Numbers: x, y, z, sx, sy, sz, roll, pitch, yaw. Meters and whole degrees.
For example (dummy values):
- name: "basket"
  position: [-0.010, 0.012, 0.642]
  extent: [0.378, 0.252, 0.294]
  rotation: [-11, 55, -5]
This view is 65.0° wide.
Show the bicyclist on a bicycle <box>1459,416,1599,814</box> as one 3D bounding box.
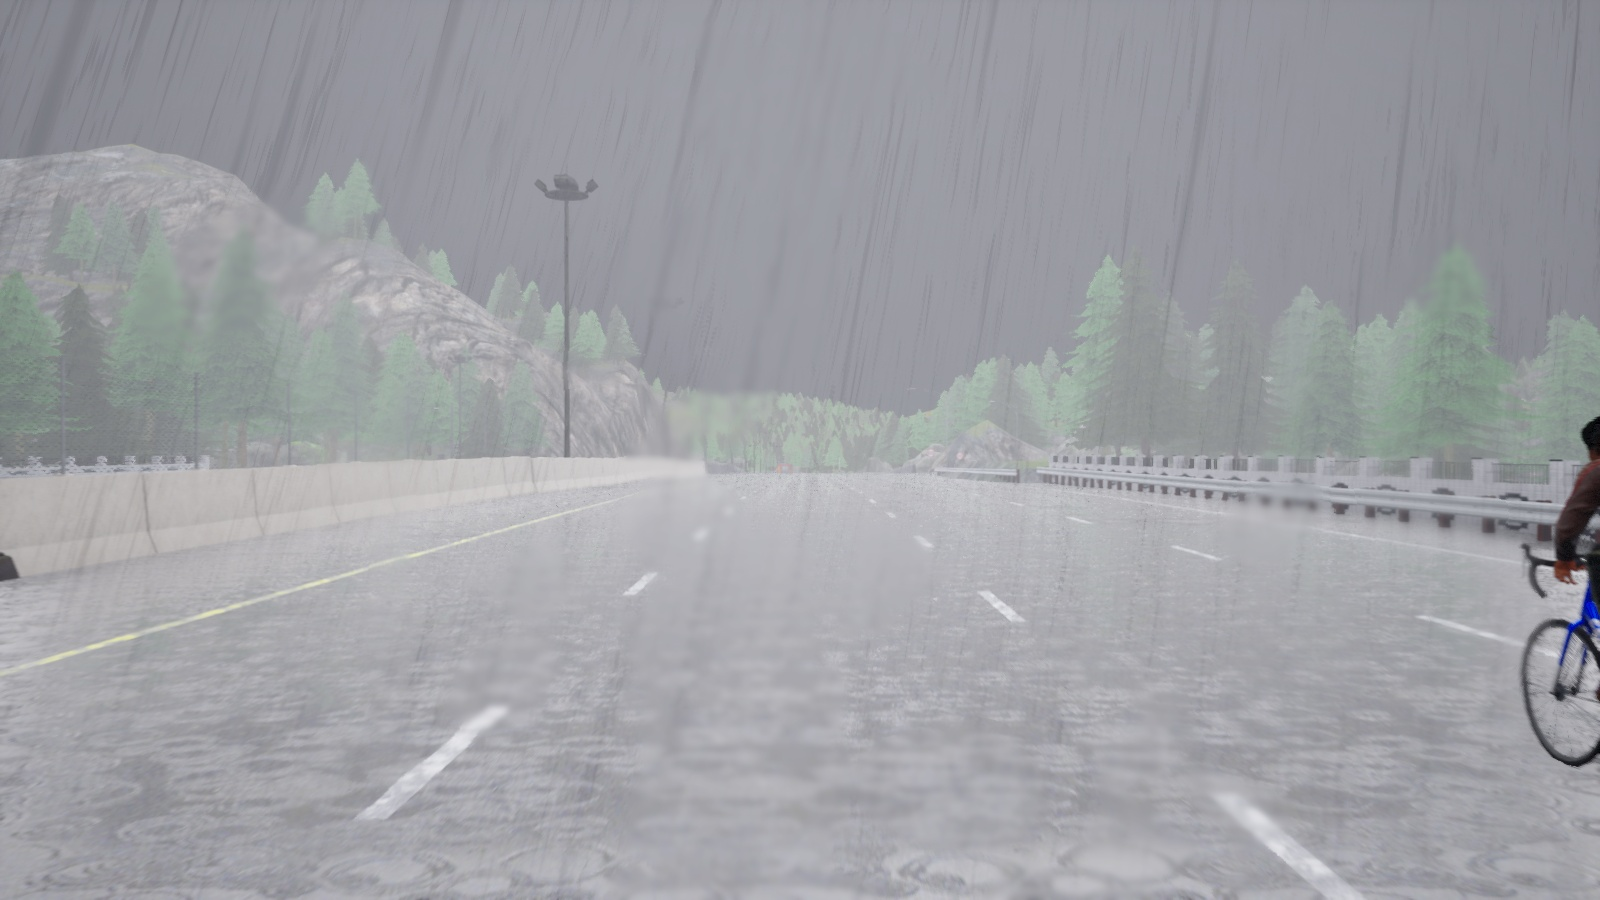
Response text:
- name: "bicyclist on a bicycle"
  position: [3.546, 0.672, 5.384]
  extent: [0.582, 1.620, 1.656]
  rotation: [0, 0, 0]
